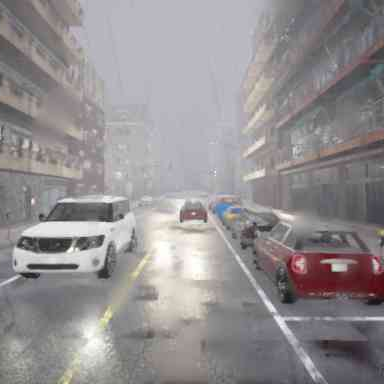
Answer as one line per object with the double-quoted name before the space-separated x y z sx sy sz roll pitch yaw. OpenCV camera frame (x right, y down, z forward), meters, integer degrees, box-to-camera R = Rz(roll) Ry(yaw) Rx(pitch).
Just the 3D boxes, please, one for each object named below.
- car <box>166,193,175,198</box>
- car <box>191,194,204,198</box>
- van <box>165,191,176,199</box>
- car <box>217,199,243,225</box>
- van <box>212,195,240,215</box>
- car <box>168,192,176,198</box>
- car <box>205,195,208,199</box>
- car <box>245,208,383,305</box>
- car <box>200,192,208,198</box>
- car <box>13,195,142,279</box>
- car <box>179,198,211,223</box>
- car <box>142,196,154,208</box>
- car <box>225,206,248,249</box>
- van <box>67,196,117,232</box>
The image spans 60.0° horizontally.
"car" -5.446 0.902 85.768 1.947 1.339 4.313 1 0 0
"car" 0.114 1.295 39.972 1.895 1.301 4.718 0 0 0
"van" -5.556 0.722 80.104 1.690 1.788 3.998 1 0 0
"car" 2.675 1.377 19.478 1.752 1.417 4.829 1 0 0
"van" 2.680 1.151 24.977 1.690 1.788 3.998 1 0 0
"car" -5.406 0.732 91.437 1.967 1.590 4.097 1 0 0
"car" 2.680 1.305 36.320 1.802 1.307 4.206 1 0 0
"car" 2.673 1.379 7.966 1.967 1.590 4.097 1 0 0
"car" 2.992 0.944 78.441 2.008 1.369 4.403 1 0 0
"car" -3.096 1.144 10.121 2.150 2.045 5.566 0 0 0
"car" 0.106 1.381 23.927 1.994 1.385 4.181 0 0 0
"car" -5.755 1.229 42.061 2.008 1.369 4.403 1 0 0
"car" 2.673 1.462 13.638 1.947 1.339 4.313 1 0 0
"van" -5.669 1.194 19.382 1.690 1.788 3.998 1 0 0
